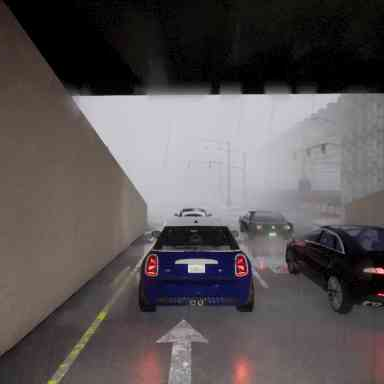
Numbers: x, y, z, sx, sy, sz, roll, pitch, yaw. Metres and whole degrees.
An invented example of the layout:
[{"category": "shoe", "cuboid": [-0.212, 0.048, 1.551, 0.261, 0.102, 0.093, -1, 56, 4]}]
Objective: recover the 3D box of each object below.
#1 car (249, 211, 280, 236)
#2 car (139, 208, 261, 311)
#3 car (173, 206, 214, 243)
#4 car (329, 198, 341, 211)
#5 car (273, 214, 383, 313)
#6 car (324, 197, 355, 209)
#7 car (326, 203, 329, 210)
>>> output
[{"category": "car", "cuboid": [3.587, 1.601, 16.970, 1.895, 1.301, 4.718, 0, 0, 0]}, {"category": "car", "cuboid": [0.082, 1.352, 7.910, 2.097, 1.767, 4.553, 0, 0, 0]}, {"category": "car", "cuboid": [0.065, 1.526, 16.961, 1.812, 1.442, 4.674, 0, 0, 0]}, {"category": "car", "cuboid": [17.406, 1.453, 34.753, 2.038, 1.542, 4.974, 0, 0, -35]}, {"category": "car", "cuboid": [3.581, 1.492, 7.644, 2.128, 1.511, 4.902, 0, 0, 0]}, {"category": "car", "cuboid": [17.543, 1.295, 39.397, 1.853, 1.218, 4.536, 0, 0, 45]}, {"category": "car", "cuboid": [17.507, 1.453, 39.360, 2.038, 1.542, 4.974, 0, 0, 45]}]
